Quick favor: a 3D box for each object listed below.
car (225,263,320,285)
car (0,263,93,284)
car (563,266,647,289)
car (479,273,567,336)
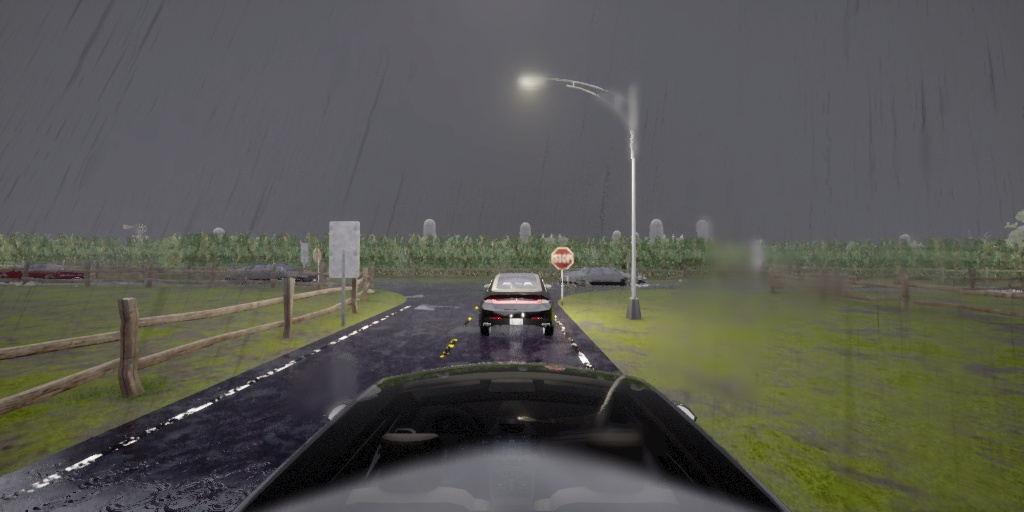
[{"bbox_3d":[-15.534,1.176,23.431,5.357,1.411,2.033,0,-1,0],"label":"car"},{"bbox_3d":[-30.750,1.130,23.554,4.718,1.301,1.895,0,-1,0],"label":"car"},{"bbox_3d":[5.804,1.338,23.243,5.357,1.411,2.033,0,-1,0],"label":"car"},{"bbox_3d":[0.161,1.244,10.386,2.128,1.511,4.902,0,0,2],"label":"car"}]
